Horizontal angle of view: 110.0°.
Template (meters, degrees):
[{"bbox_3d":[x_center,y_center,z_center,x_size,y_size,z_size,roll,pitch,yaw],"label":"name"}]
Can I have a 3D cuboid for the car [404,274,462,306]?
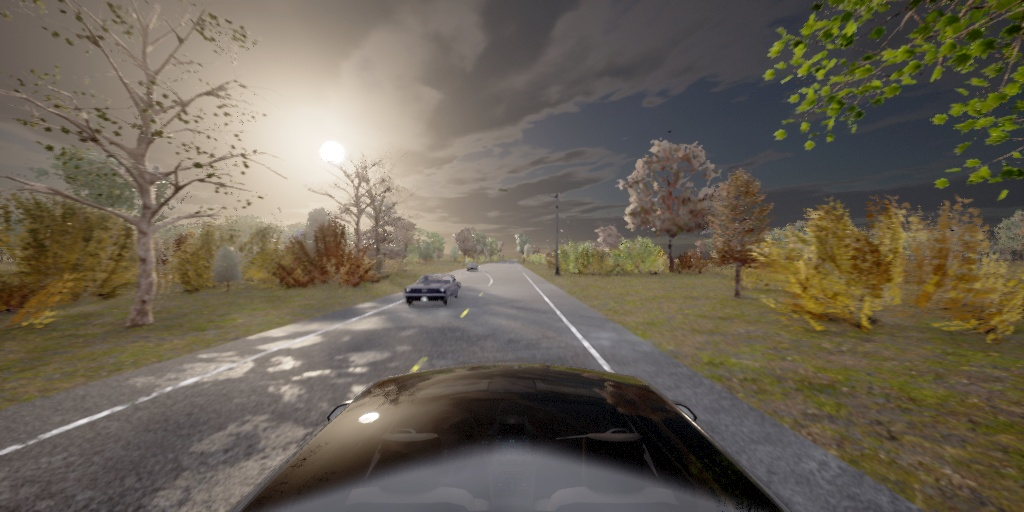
[{"bbox_3d":[-3.618,1.517,17.058,1.895,1.301,4.718,0,-1,0],"label":"car"}]

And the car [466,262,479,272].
[{"bbox_3d":[-6.507,1.825,59.237,1.837,1.490,4.892,0,-1,-5],"label":"car"}]
